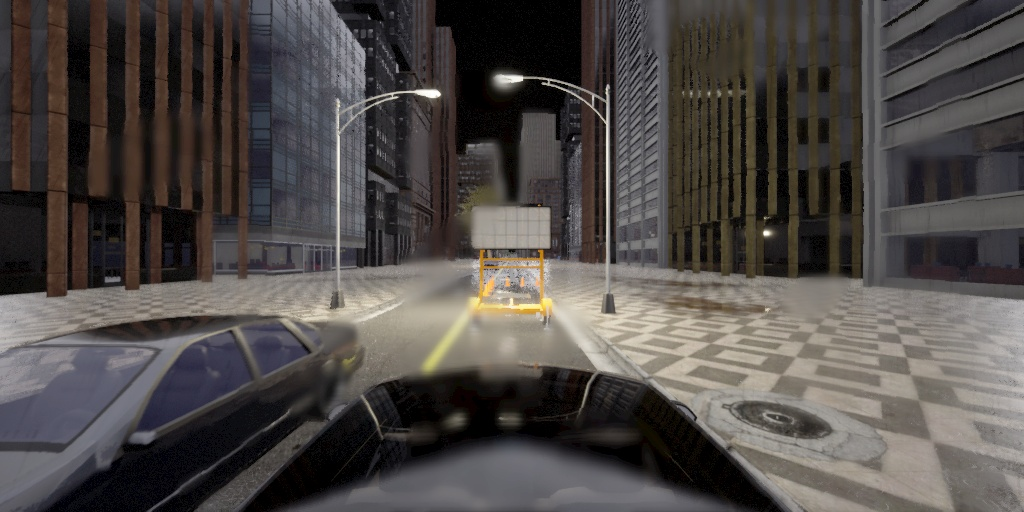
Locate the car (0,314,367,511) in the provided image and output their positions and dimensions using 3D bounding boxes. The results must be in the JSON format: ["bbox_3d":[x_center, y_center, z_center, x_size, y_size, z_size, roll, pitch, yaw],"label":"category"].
[{"bbox_3d":[-3.100,1.297,3.105,2.033,1.411,5.357,0,0,0],"label":"car"}]

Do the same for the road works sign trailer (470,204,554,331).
[{"bbox_3d":[-0.010,0.215,10.971,2.380,3.560,2.880,0,0,0],"label":"road works sign trailer"}]

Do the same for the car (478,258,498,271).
[{"bbox_3d":[-3.053,1.113,49.325,2.097,1.767,4.553,0,0,0],"label":"car"}]
